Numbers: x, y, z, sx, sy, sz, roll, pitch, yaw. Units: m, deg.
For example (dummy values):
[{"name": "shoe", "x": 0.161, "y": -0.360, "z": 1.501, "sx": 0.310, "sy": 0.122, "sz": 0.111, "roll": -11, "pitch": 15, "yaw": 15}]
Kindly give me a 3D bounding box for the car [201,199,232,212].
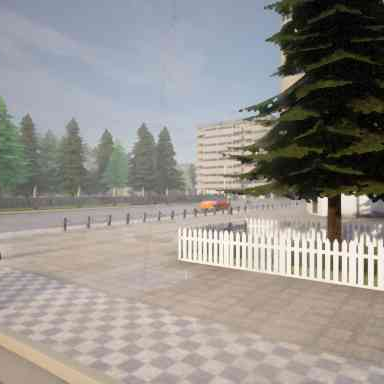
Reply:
[{"name": "car", "x": 2.982, "y": 1.351, "z": 39.465, "sx": 2.097, "sy": 1.767, "sz": 4.553, "roll": 0, "pitch": 0, "yaw": 36}]
